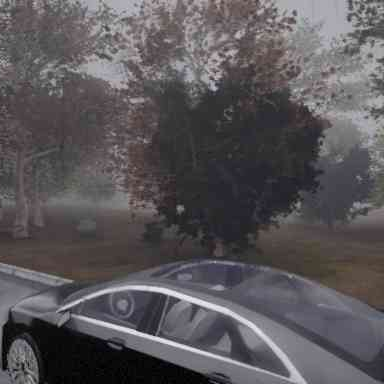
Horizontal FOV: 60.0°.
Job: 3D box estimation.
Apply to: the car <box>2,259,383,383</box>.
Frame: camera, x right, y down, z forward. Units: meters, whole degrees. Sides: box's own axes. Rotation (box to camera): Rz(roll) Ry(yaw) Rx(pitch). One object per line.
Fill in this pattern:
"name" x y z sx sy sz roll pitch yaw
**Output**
"car" -0.086 1.493 3.438 4.902 1.511 2.128 0 0 35
